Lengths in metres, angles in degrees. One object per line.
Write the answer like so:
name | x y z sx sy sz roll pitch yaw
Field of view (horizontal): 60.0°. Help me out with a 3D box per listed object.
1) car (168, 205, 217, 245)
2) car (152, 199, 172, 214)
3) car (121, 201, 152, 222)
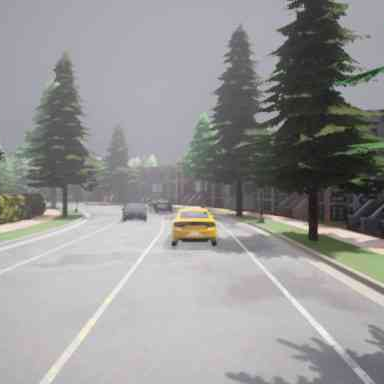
car | 0.054 1.477 15.463 1.882 1.535 5.008 0 0 -1
car | -3.490 1.491 35.596 2.128 1.511 4.902 0 0 -20
car | -4.591 1.547 26.555 2.033 1.411 5.357 0 0 -12
